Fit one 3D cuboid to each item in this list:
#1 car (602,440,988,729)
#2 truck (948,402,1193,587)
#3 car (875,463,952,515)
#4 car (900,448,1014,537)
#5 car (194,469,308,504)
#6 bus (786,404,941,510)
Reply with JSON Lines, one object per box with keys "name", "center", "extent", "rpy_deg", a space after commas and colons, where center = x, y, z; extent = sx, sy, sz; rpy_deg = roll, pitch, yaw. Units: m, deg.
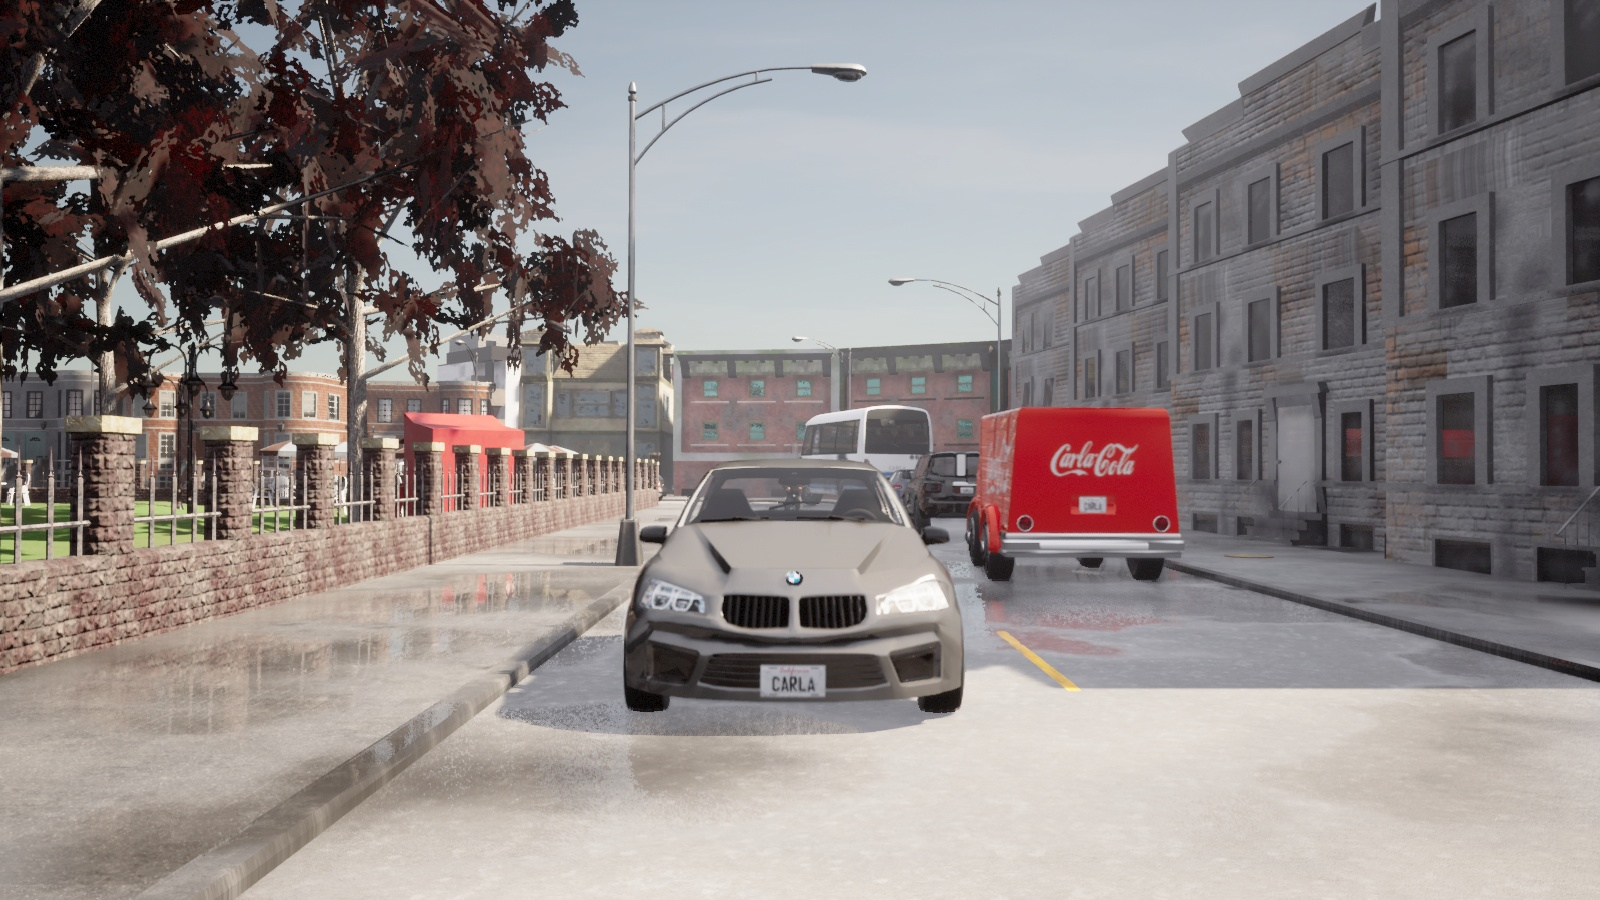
{"name": "car", "center": [-0.038, 0.820, 9.619], "extent": [2.242, 1.667, 4.611], "rpy_deg": [0, -1, 0]}
{"name": "truck", "center": [3.917, 0.637, 19.400], "extent": [2.627, 2.467, 5.204], "rpy_deg": [0, -1, 0]}
{"name": "car", "center": [3.812, 1.298, 42.952], "extent": [2.152, 1.651, 5.027], "rpy_deg": [0, -1, 0]}
{"name": "car", "center": [3.863, 1.048, 31.841], "extent": [2.150, 2.045, 5.566], "rpy_deg": [0, -1, 0]}
{"name": "car", "center": [-26.865, 1.798, 61.614], "extent": [4.611, 1.667, 2.242], "rpy_deg": [0, -1, 0]}
{"name": "bus", "center": [2.561, 0.369, 55.958], "extent": [3.944, 4.253, 10.273], "rpy_deg": [1, -1, -15]}
